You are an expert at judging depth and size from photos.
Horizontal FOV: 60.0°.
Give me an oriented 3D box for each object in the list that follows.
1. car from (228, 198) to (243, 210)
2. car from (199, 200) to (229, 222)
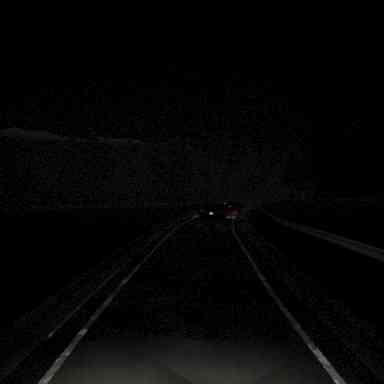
[{"bbox_3d":[5.268,1.511,42.164,1.812,1.442,4.674,0,0,18],"label":"car"},{"bbox_3d":[1.712,1.554,26.588,1.994,1.385,4.181,0,0,8],"label":"car"}]
